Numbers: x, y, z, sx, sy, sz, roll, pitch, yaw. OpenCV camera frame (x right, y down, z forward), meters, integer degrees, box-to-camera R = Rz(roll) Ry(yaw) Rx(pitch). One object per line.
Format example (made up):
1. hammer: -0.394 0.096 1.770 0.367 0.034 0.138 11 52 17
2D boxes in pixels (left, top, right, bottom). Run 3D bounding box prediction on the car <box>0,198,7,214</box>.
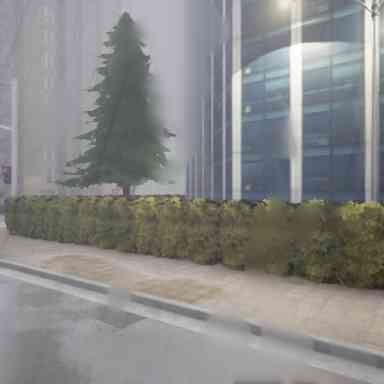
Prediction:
1. car: -18.878 1.352 32.090 2.097 1.767 4.553 0 0 36
